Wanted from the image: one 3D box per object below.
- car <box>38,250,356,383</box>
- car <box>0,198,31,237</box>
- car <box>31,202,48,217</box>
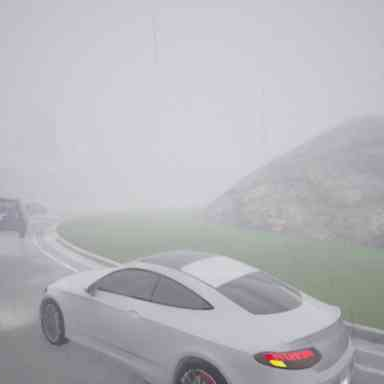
[{"bbox_3d":[-0.323,1.568,4.626,4.674,1.442,1.812,0,0,40],"label":"car"},{"bbox_3d":[-10.293,1.337,18.315,2.150,2.045,5.566,0,0,-25],"label":"car"},{"bbox_3d":[-16.749,1.749,34.527,1.812,1.442,4.674,0,0,1],"label":"car"}]
